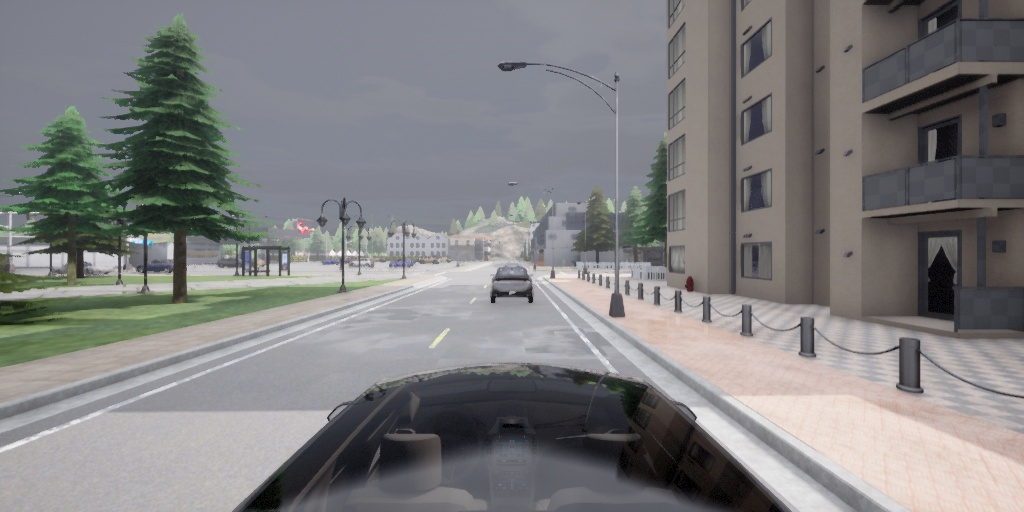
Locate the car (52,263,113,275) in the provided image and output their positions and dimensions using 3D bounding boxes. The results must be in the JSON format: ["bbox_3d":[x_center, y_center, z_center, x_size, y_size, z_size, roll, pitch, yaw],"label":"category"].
[{"bbox_3d":[-45.990,1.419,38.432,4.718,1.301,1.895,0,0,-1],"label":"car"}]

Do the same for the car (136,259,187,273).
[{"bbox_3d":[-41.025,1.130,41.982,4.553,1.767,2.097,0,0,-1],"label":"car"}]

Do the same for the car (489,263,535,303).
[{"bbox_3d":[0.000,1.244,16.500,2.128,1.511,4.902,0,0,0],"label":"car"}]

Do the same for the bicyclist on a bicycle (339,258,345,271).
[{"bbox_3d":[-21.894,1.064,46.055,0.582,1.620,1.656,0,0,-1],"label":"bicyclist on a bicycle"}]
